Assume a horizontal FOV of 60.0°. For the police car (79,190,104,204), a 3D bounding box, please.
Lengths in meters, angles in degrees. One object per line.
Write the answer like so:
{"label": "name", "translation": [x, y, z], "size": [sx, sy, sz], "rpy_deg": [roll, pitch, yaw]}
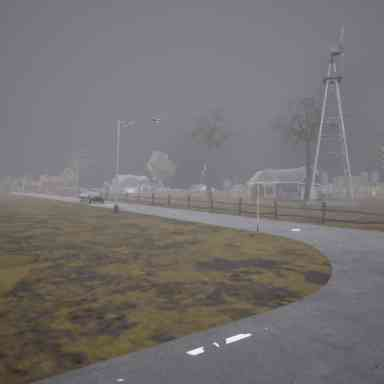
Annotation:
{"label": "police car", "translation": [-12.610, 0.556, 41.811], "size": [1.930, 1.638, 5.238], "rpy_deg": [2, 0, -35]}
